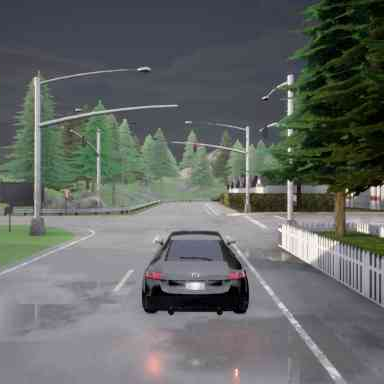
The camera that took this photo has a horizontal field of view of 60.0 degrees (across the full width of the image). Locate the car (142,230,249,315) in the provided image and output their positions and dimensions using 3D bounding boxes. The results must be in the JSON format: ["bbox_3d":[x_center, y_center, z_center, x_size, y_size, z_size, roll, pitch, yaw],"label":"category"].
[{"bbox_3d":[0.075,1.564,7.644,1.994,1.385,4.181,0,0,1],"label":"car"}]

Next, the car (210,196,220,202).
[{"bbox_3d":[6.697,1.525,72.863,5.357,1.411,2.033,0,0,-22],"label":"car"}]
